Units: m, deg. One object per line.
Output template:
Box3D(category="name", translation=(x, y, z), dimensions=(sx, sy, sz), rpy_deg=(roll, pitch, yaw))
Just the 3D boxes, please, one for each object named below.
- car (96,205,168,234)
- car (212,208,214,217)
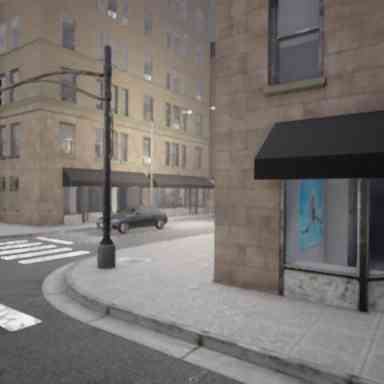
Box3D(category="car", translation=(-3.325, 1.499, 19.313), dimensions=(1.812, 1.442, 4.674), rpy_deg=(1, 0, 37))
Box3D(category="car", translation=(3.559, 1.535, 29.033), dimensions=(2.128, 1.511, 4.902), rpy_deg=(1, 0, 35))
